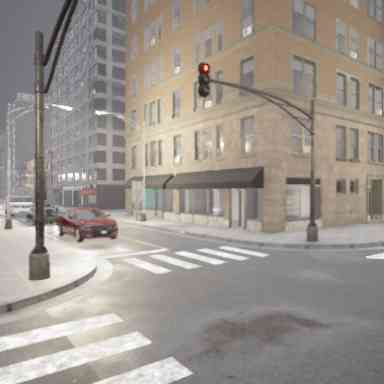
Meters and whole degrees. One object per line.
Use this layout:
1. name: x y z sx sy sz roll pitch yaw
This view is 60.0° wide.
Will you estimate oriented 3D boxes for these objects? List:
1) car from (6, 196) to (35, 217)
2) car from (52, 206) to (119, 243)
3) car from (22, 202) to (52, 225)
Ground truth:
1. car: -17.360 1.386 33.744 2.150 2.045 5.566 0 0 -35
2. car: -5.424 1.549 17.038 1.882 1.535 5.008 0 0 -36
3. car: -11.139 1.680 25.039 1.994 1.385 4.181 0 0 -35
